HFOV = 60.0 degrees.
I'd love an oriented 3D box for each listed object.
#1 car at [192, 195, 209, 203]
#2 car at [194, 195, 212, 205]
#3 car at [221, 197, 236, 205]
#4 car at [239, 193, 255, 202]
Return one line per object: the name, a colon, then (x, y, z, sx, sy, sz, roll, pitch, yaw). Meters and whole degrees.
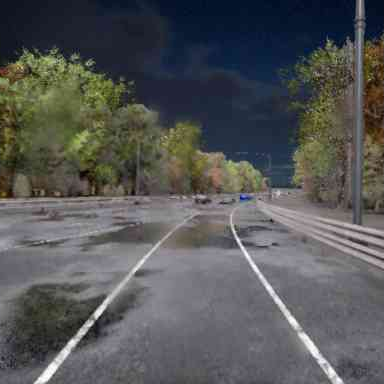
car: (1.824, 1.386, 67.300, 2.128, 1.511, 4.902, 1, 0, 18)
car: (2.053, 1.415, 56.889, 1.882, 1.535, 5.008, 1, 0, 18)
car: (6.567, 1.557, 59.389, 1.994, 1.385, 4.181, 1, 0, 18)
car: (12.428, 1.230, 76.989, 2.150, 2.045, 5.566, 1, 0, 18)
